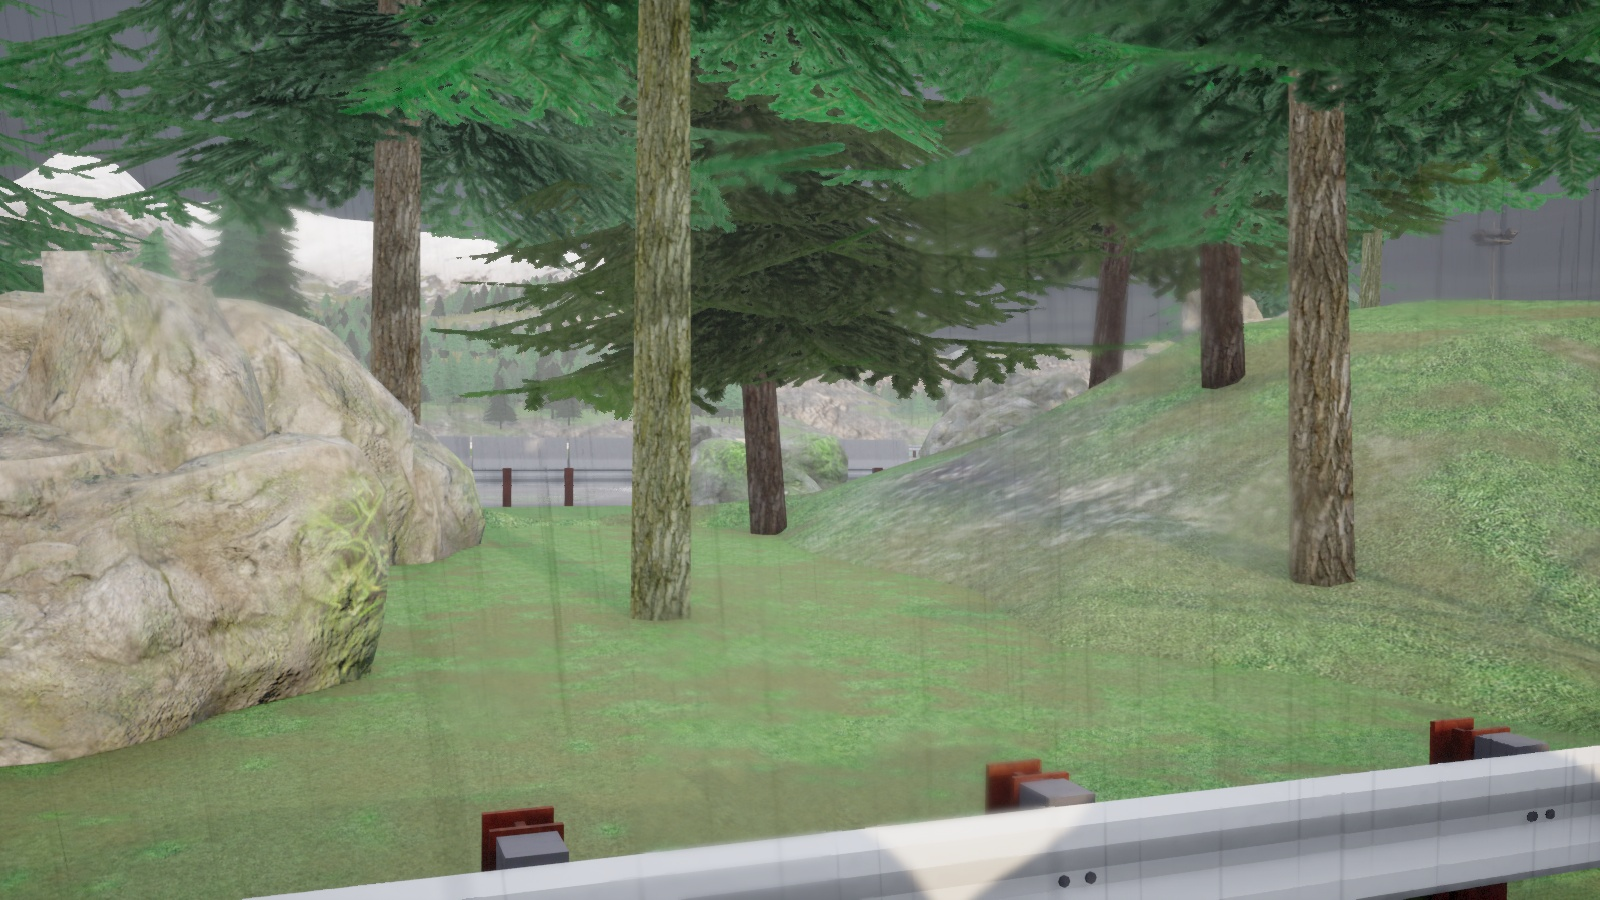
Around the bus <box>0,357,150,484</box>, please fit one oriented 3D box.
[{"bbox_3d":[-28.504,-0.973,43.442,10.273,4.253,3.944,-1,0,-22],"label":"bus"}]
